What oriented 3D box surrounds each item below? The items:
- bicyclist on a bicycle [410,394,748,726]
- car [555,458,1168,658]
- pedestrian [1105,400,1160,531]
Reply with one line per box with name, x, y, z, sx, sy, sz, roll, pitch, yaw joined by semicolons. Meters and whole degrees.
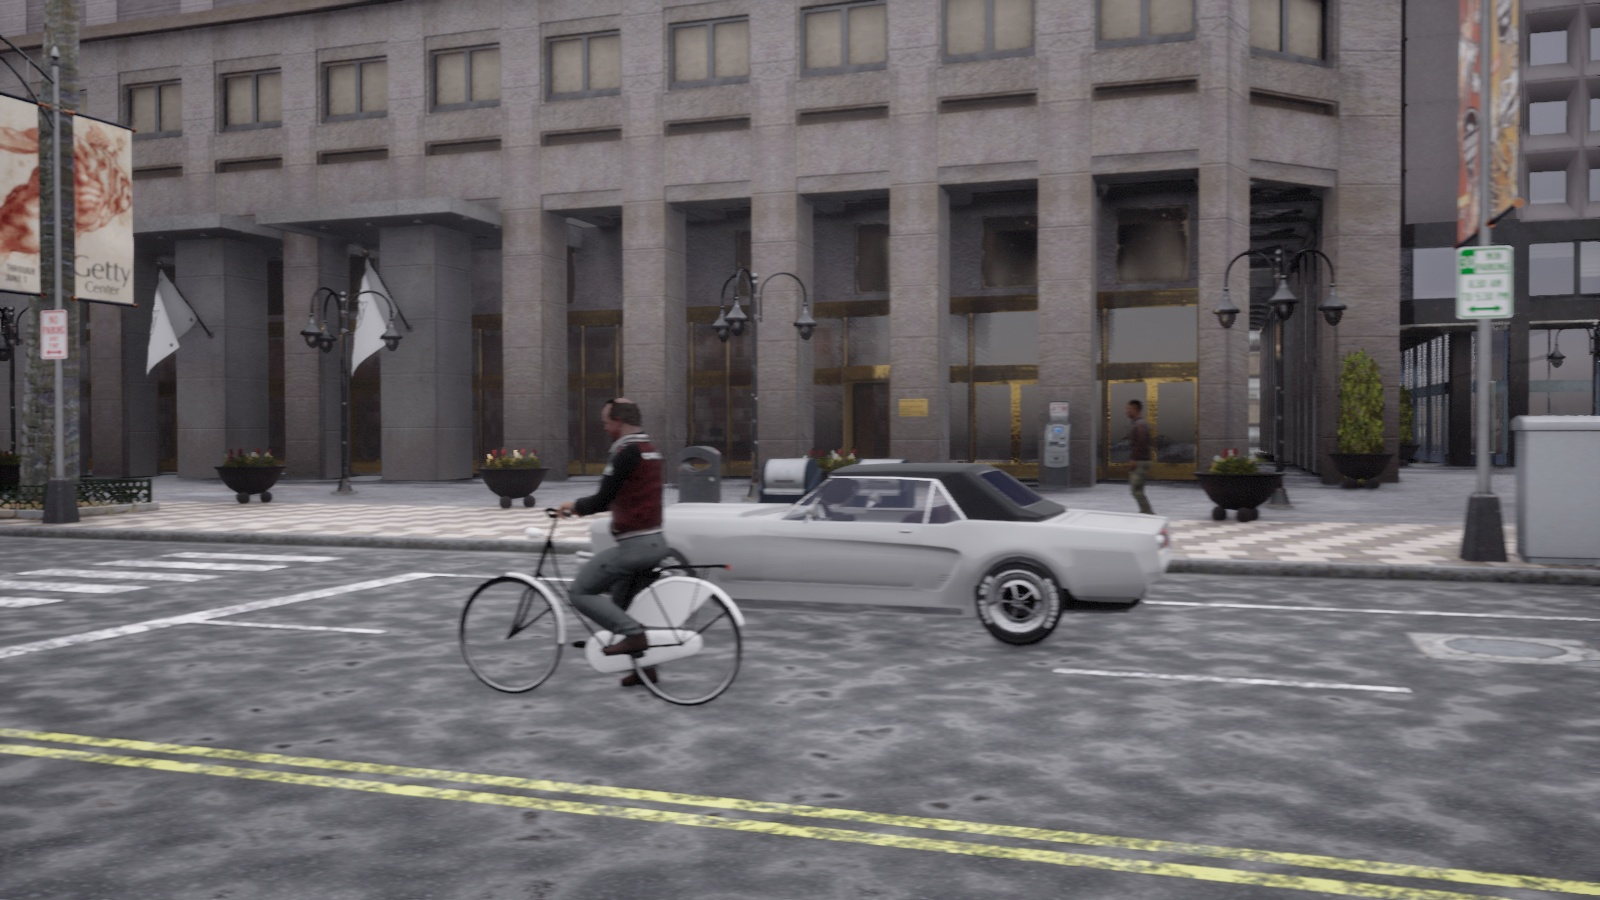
bicyclist on a bicycle;-1.286;0.575;7.323;1.843;1.776;0.659;1;1;19
car;0.538;0.763;10.388;4.718;1.301;1.895;1;1;19
pedestrian;4.719;0.215;17.849;0.703;1.840;0.431;0;1;11
